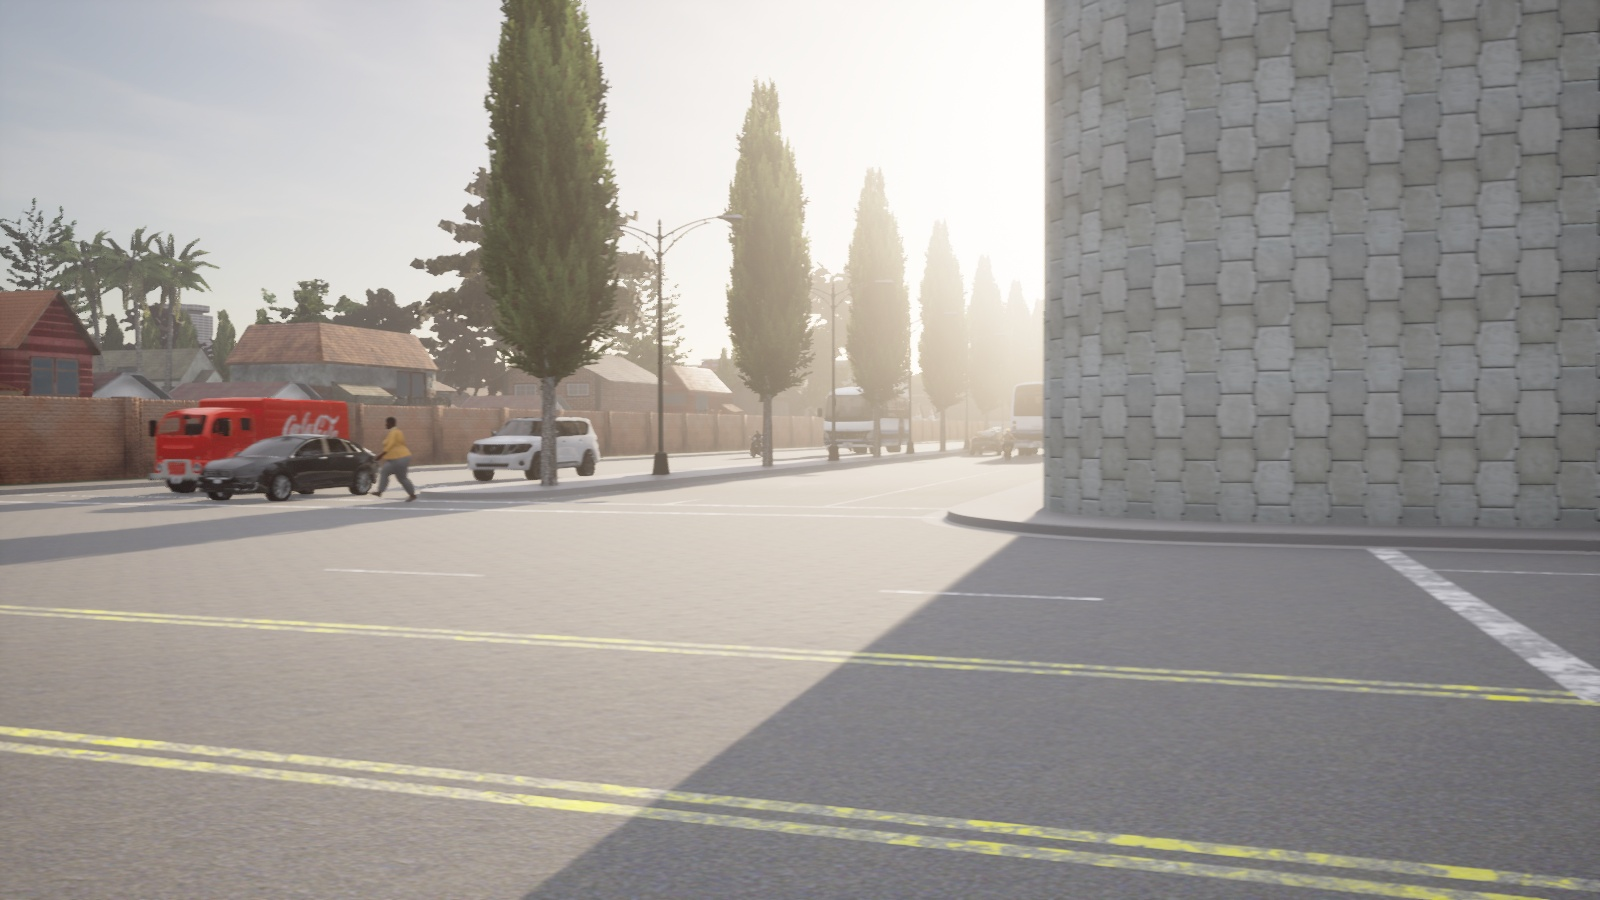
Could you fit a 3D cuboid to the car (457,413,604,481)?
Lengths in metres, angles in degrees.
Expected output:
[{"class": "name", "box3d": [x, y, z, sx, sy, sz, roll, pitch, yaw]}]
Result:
[{"class": "car", "box3d": [-8.594, -0.138, 40.687, 2.150, 2.045, 5.566, 1, 1, 18]}]

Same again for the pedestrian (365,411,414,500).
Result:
[{"class": "pedestrian", "box3d": [-8.766, 0.108, 26.859, 0.900, 1.855, 0.874, 0, 1, -11]}]

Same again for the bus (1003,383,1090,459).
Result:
[{"class": "bus", "box3d": [15.103, -1.714, 76.239, 3.944, 4.253, 10.273, 1, 1, 18]}]

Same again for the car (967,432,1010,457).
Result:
[{"class": "car", "box3d": [11.527, -0.352, 76.601, 1.837, 1.490, 4.892, 1, 1, 18]}]

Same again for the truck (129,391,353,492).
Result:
[{"class": "truck", "box3d": [-14.663, -0.250, 33.356, 2.627, 2.467, 5.204, 1, 1, 18]}]

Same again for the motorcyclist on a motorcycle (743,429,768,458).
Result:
[{"class": "motorcyclist on a motorcycle", "box3d": [-2.491, -0.362, 70.703, 0.866, 1.590, 1.817, 1, 1, 18]}]

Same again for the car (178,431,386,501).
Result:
[{"class": "car", "box3d": [-12.135, 0.308, 29.832, 1.837, 1.490, 4.892, 1, 1, 18]}]

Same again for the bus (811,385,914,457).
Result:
[{"class": "bus", "box3d": [4.157, -1.812, 79.767, 3.944, 4.253, 10.273, 1, 1, 18]}]
